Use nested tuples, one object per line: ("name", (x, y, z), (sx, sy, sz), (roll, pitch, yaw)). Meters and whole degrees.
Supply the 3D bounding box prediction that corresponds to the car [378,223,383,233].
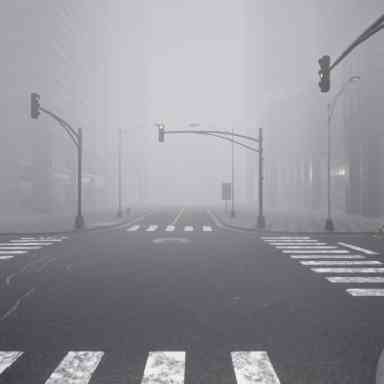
("car", (11.758, 1.564, 16.205), (4.829, 1.417, 1.752), (0, -1, 0))
